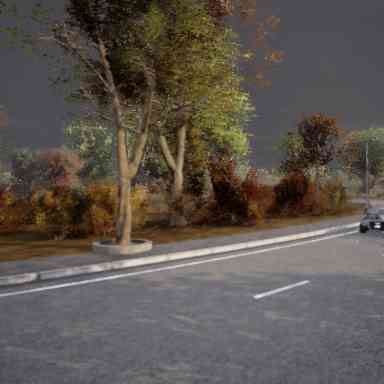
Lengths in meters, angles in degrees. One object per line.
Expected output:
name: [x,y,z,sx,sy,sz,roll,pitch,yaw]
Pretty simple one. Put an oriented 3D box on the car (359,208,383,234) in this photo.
car: [10.895,1.596,18.528,1.994,1.385,4.181,0,0,43]
